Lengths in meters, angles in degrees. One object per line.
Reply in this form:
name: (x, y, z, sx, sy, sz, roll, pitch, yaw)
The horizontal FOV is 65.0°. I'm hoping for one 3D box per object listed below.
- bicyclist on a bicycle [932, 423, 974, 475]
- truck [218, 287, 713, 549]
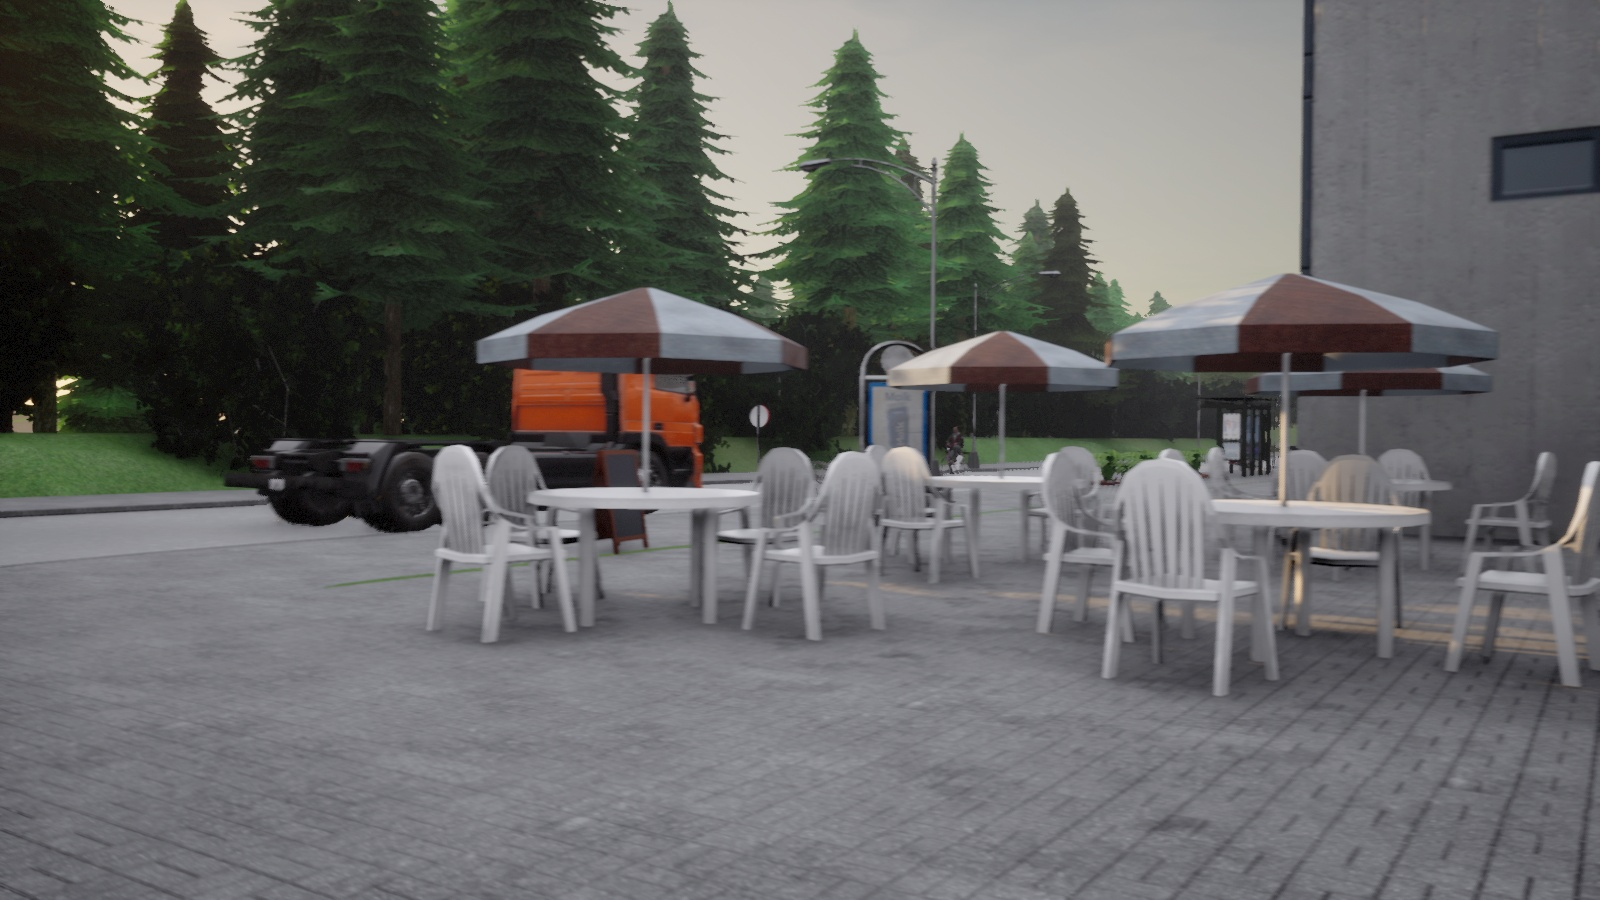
bicyclist on a bicycle: (5.295, -0.038, 43.384, 0.659, 1.776, 1.843, 0, 1, 34)
truck: (-5.025, -0.488, 20.726, 2.891, 3.462, 7.936, 0, 1, 33)
